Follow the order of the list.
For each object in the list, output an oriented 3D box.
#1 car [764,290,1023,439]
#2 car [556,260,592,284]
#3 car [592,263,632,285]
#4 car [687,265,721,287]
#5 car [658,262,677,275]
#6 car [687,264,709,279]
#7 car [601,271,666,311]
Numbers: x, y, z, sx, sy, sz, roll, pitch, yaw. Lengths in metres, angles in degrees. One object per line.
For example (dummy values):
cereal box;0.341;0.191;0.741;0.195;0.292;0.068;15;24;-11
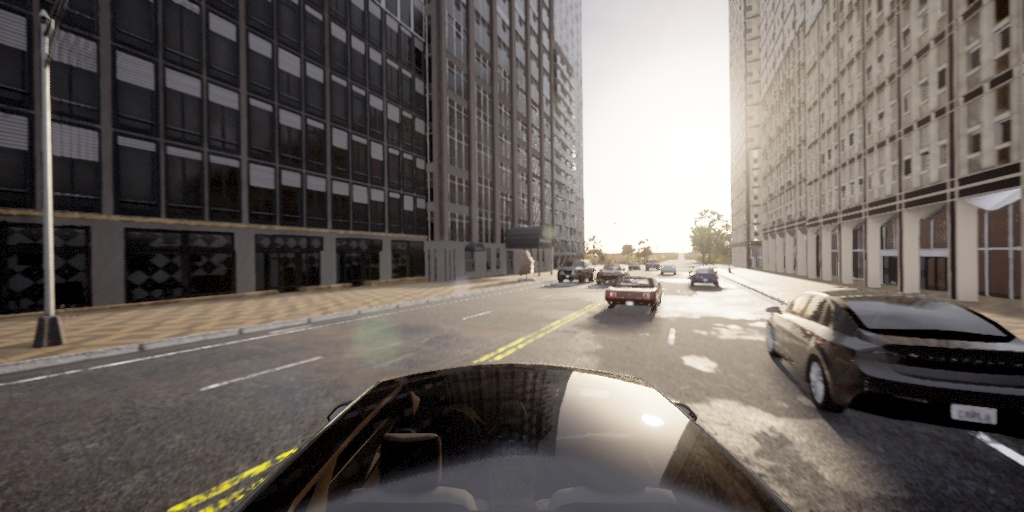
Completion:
car;5.415;1.276;5.591;1.837;1.490;4.892;-1;-1;26
car;5.696;1.335;31.690;2.150;2.045;5.566;-1;-1;26
car;8.386;1.425;29.778;2.097;1.767;4.553;-1;-1;26
car;14.522;1.528;27.204;1.812;1.442;4.674;-1;-1;26
car;21.468;1.768;49.183;1.812;1.442;4.674;-1;-1;26
car;20.585;1.677;39.885;2.033;1.411;5.357;-1;-1;26
car;5.365;1.503;15.438;1.895;1.301;4.718;-1;-1;26
